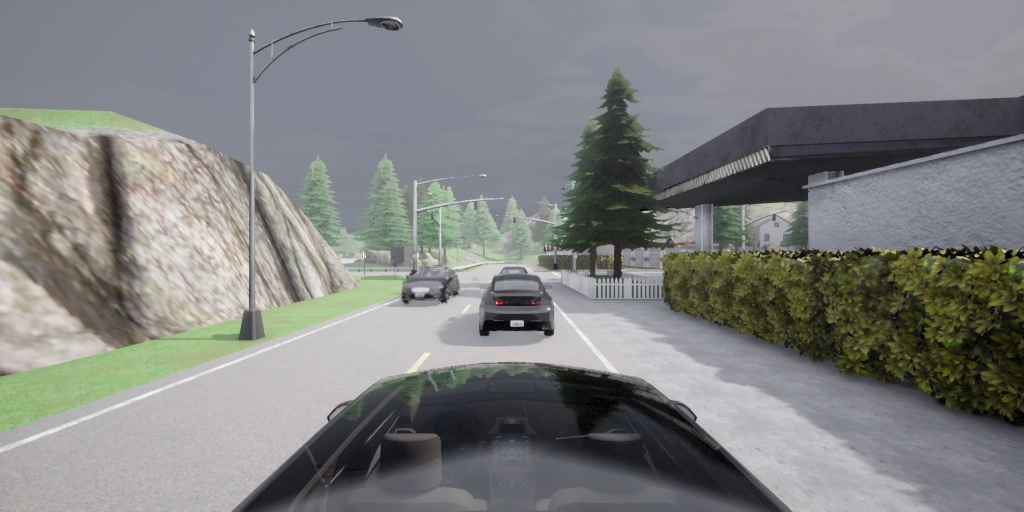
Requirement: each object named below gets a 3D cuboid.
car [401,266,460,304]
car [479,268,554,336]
[{"bbox_3d":[-3.544,1.242,16.307,2.128,1.511,4.902,0,0,0],"label":"car"},{"bbox_3d":[0.117,1.255,10.376,1.837,1.490,4.892,0,0,0],"label":"car"}]
